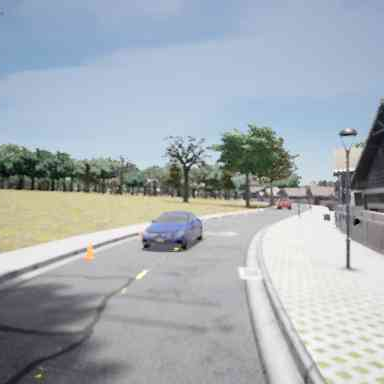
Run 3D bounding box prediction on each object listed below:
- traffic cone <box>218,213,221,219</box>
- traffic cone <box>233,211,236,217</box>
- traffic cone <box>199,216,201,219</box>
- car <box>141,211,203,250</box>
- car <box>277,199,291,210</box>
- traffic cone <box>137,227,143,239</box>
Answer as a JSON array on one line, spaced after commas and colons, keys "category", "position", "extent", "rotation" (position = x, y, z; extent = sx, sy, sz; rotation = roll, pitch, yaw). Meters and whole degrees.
[{"category": "traffic cone", "position": [2.583, 2.259, 31.085], "extent": [0.340, 0.580, 0.340], "rotation": [0, -1, 23]}, {"category": "traffic cone", "position": [4.560, 2.362, 35.678], "extent": [0.340, 0.580, 0.340], "rotation": [0, -1, 23]}, {"category": "traffic cone", "position": [0.609, 2.163, 26.407], "extent": [0.340, 0.580, 0.340], "rotation": [0, -1, 21]}, {"category": "car", "position": [-0.694, 1.577, 14.791], "extent": [1.812, 1.442, 4.674], "rotation": [0, 0, 13]}, {"category": "car", "position": [17.330, 2.273, 62.346], "extent": [2.150, 2.045, 5.566], "rotation": [0, -1, 20]}, {"category": "traffic cone", "position": [-2.495, 2.021, 16.542], "extent": [0.340, 0.580, 0.340], "rotation": [0, -1, 13]}]
